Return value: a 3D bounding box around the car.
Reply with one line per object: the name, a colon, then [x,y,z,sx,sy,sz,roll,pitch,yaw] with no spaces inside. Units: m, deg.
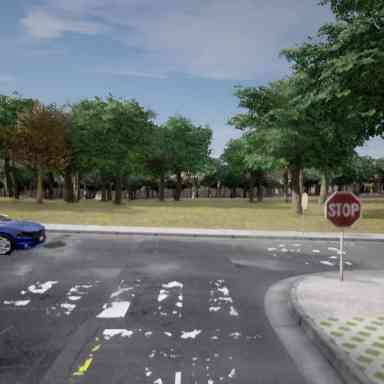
car: [-7.728,1.246,11.528,5.008,1.535,1.882,2,1,-2]
